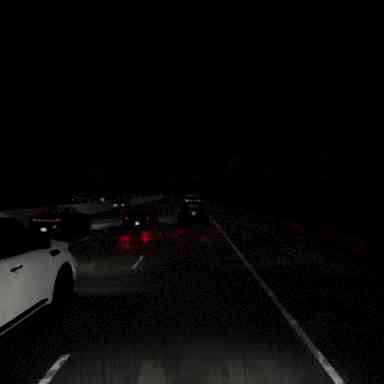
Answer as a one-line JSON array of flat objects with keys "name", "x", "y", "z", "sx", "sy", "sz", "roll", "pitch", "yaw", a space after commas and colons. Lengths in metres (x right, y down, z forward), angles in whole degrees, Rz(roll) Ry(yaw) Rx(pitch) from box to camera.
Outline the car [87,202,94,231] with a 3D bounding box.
[{"name": "car", "x": -6.897, "y": 1.540, "z": 17.891, "sx": 2.128, "sy": 1.511, "sz": 4.902, "roll": 0, "pitch": 0, "yaw": 0}]

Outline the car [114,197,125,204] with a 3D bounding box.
[{"name": "car", "x": -14.713, "y": 1.671, "z": 67.939, "sx": 1.812, "sy": 1.442, "sz": 4.674, "roll": 0, "pitch": 0, "yaw": -1}]

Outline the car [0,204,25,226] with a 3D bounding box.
[{"name": "car", "x": -14.095, "y": 1.630, "z": 24.034, "sx": 1.994, "sy": 1.385, "sz": 4.181, "roll": 0, "pitch": 0, "yaw": 0}]

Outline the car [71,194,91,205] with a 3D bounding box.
[{"name": "car", "x": -21.643, "y": 1.400, "z": 64.833, "sx": 2.150, "sy": 2.045, "sz": 5.566, "roll": 0, "pitch": 0, "yaw": -1}]

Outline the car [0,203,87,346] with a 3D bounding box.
[{"name": "car", "x": -3.399, "y": 1.234, "z": 4.374, "sx": 2.150, "sy": 2.045, "sz": 5.566, "roll": 0, "pitch": 0, "yaw": 0}]

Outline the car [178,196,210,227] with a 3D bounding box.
[{"name": "car", "x": 0.104, "y": 1.417, "z": 23.455, "sx": 2.097, "sy": 1.767, "sz": 4.553, "roll": 0, "pitch": 0, "yaw": 0}]

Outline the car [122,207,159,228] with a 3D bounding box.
[{"name": "car", "x": -3.396, "y": 1.663, "z": 22.875, "sx": 1.895, "sy": 1.301, "sz": 4.718, "roll": 0, "pitch": 0, "yaw": 0}]
